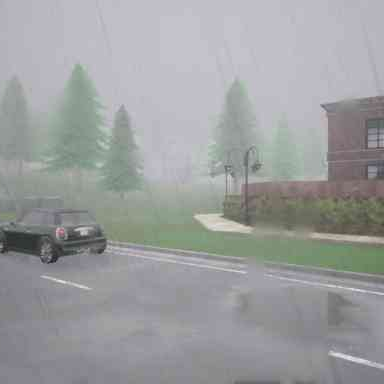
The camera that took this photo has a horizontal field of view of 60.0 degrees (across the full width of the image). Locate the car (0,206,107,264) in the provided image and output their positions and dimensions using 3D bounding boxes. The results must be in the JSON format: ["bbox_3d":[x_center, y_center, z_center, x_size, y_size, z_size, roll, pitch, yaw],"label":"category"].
[{"bbox_3d":[-5.209,1.352,12.006,4.553,1.767,2.097,0,0,35],"label":"car"}]
